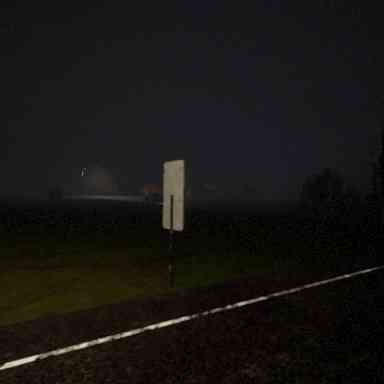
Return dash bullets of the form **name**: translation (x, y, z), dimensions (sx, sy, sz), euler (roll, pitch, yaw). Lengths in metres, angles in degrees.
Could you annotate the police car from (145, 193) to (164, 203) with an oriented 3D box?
- **police car**: translation (-5.820, 0.914, 54.040), dimensions (2.038, 1.542, 4.974), euler (2, 0, -32)
